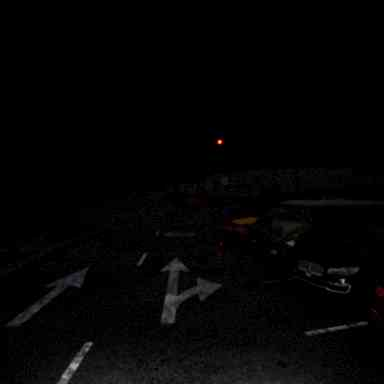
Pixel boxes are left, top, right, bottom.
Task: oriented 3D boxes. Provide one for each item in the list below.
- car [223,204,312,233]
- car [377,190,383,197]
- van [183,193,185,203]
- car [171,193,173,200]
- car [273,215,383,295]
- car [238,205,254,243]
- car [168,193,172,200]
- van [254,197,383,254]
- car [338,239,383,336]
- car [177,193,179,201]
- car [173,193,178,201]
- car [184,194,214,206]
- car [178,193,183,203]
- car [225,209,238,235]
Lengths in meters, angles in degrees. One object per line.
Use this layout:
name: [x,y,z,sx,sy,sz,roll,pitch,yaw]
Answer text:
car: [4.512,1.505,19.853,4.792,1.488,2.163,1,0,-23]
car: [19.850,0.207,31.145,2.002,1.452,4.674,-6,4,-27]
van: [1.178,1.422,60.558,4.442,1.987,1.878,1,0,-27]
car: [-2.282,1.482,87.407,4.553,1.767,2.185,1,0,-28]
car: [4.697,1.478,7.814,4.892,1.521,2.231,1,0,-21]
car: [4.577,1.348,13.864,4.553,1.767,2.185,1,0,-22]
car: [-3.030,1.364,93.387,5.566,2.045,2.435,1,-1,-28]
van: [4.523,1.248,10.789,4.442,1.987,1.878,1,0,-22]
car: [4.729,1.518,4.796,4.674,1.452,2.002,1,0,-21]
car: [0.551,1.385,66.601,5.566,2.045,2.435,1,0,-27]
car: [-0.629,1.368,75.537,5.566,2.045,2.435,1,0,-28]
car: [1.603,1.530,57.611,4.553,1.767,2.185,1,0,-27]
car: [0.886,1.391,63.582,5.566,2.045,2.435,1,0,-27]
car: [4.274,1.466,16.802,5.366,1.575,1.946,1,0,-22]
